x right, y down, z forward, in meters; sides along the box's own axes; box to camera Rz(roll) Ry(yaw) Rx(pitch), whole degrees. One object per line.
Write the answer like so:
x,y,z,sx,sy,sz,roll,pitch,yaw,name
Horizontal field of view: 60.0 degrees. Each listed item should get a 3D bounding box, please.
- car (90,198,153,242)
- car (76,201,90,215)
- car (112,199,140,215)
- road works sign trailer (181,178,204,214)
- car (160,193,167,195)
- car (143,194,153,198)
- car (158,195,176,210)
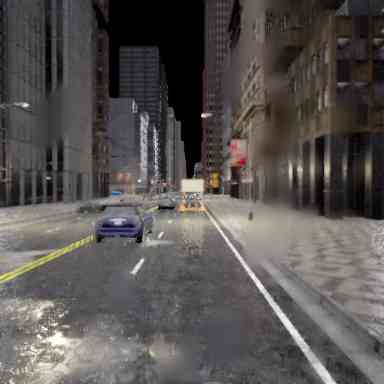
-3.152,1.336,16.279,2.097,1.767,4.553,0,0,0,car
-9.837,1.538,33.066,1.895,1.301,4.718,0,0,0,car
-6.583,1.442,33.816,1.837,1.490,4.892,0,0,0,car
0.062,0.400,33.960,2.380,3.560,2.880,0,0,0,road works sign trailer
-6.511,1.017,75.888,1.812,1.442,4.674,0,0,0,car
-9.760,1.170,73.671,2.128,1.511,4.902,0,0,0,car
-3.155,1.465,42.053,1.994,1.385,4.181,0,0,0,car
